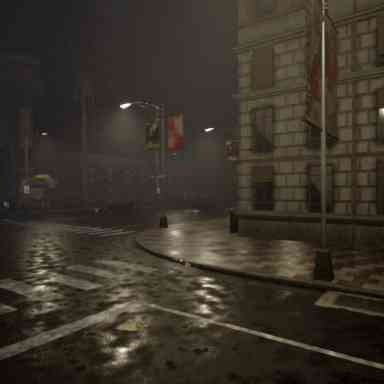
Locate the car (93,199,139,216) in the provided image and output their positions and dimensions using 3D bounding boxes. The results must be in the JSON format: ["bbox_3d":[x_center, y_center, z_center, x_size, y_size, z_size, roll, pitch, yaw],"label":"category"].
[{"bbox_3d":[-7.348,1.492,32.554,2.128,1.511,4.902,0,0,36],"label":"car"}]

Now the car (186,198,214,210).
[{"bbox_3d":[1.137,1.526,43.975,1.812,1.442,4.674,0,0,38],"label":"car"}]
